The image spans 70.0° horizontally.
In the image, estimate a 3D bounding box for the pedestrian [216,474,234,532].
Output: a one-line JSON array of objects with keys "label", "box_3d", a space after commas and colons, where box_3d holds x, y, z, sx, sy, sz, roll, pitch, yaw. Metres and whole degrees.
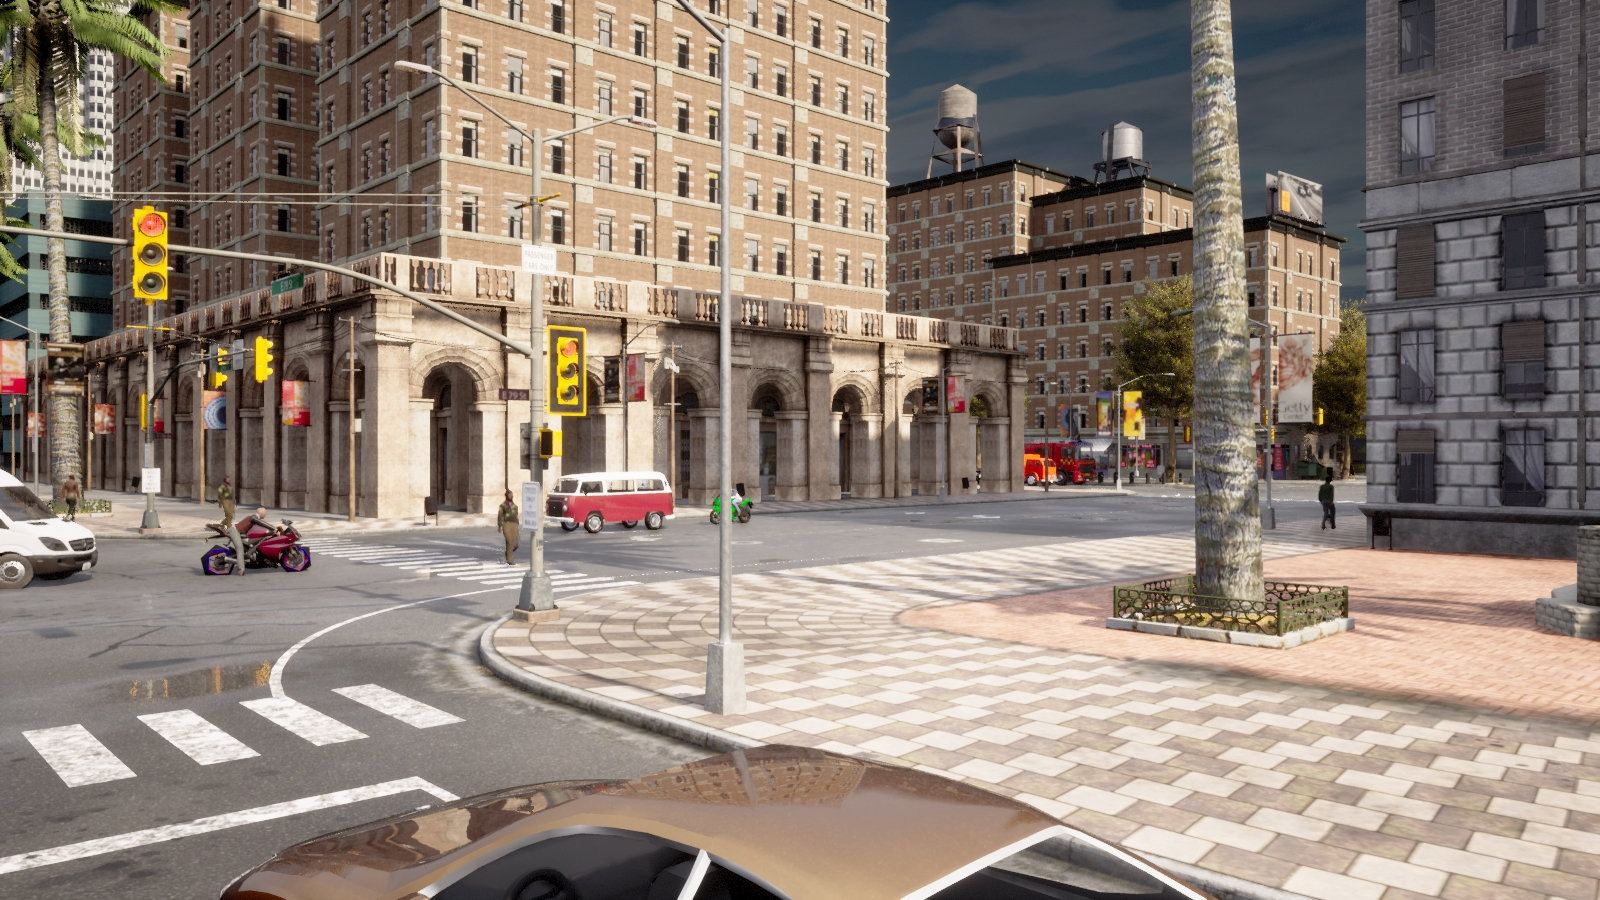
[{"label": "pedestrian", "box_3d": [-18.489, 1.696, 36.738, 0.375, 1.860, 0.375, 0, 0, 22]}]

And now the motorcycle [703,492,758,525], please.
[{"label": "motorcycle", "box_3d": [-2.608, 2.213, 43.140, 2.033, 1.145, 0.803, 0, 0, -43]}]

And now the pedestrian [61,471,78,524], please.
[{"label": "pedestrian", "box_3d": [-26.003, 1.696, 40.661, 0.375, 1.860, 0.375, 0, 0, -4]}]

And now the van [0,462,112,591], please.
[{"label": "van", "box_3d": [-17.870, 1.532, 23.614, 5.915, 2.561, 1.988, 1, 0, -7]}]

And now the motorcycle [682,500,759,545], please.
[{"label": "motorcycle", "box_3d": [-2.427, 2.205, 35.063, 2.209, 1.251, 0.867, 0, 0, -28]}]

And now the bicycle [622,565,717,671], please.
[{"label": "bicycle", "box_3d": [-1.764, 2.206, 15.263, 0.373, 1.196, 1.643, 0, 0, -42]}]

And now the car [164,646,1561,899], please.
[{"label": "car", "box_3d": [-0.308, 1.992, 4.309, 5.027, 1.651, 2.152, 0, 0, 42]}]

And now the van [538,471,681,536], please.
[{"label": "van", "box_3d": [-6.553, 1.783, 39.554, 4.480, 2.038, 2.069, 0, 0, -42]}]

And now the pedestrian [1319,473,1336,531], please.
[{"label": "pedestrian", "box_3d": [17.333, 1.697, 37.530, 0.375, 1.860, 0.375, 0, 0, -41]}]

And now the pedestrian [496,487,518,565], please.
[{"label": "pedestrian", "box_3d": [-7.112, 1.849, 27.761, 0.375, 1.860, 0.375, 0, 0, -43]}]
